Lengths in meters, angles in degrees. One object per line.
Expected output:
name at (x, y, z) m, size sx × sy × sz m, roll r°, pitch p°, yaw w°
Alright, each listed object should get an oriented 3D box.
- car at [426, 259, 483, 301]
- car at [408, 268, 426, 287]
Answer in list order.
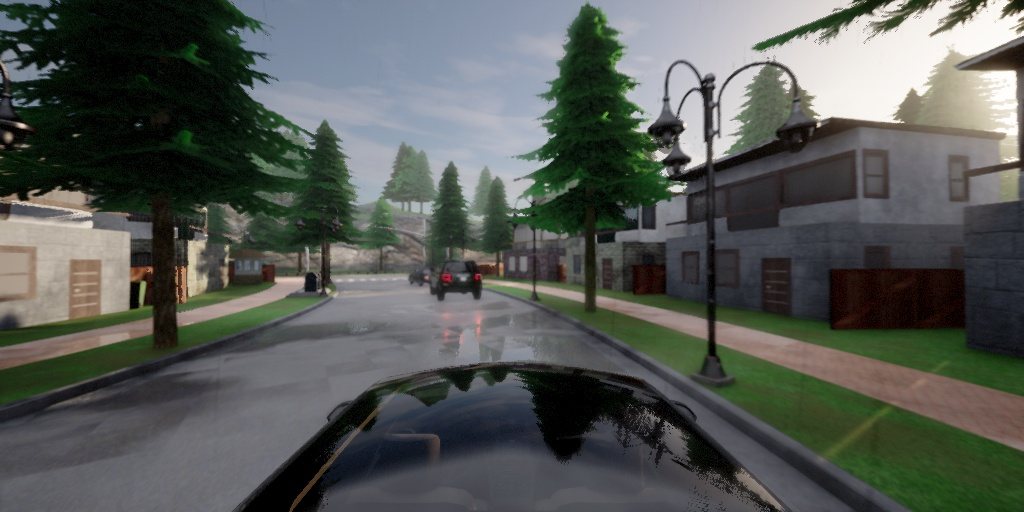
car at (-3.151, 1.215, 19.541) m, size 2.150 × 2.045 × 5.566 m, roll 0°, pitch -1°, yaw -19°
car at (-7.024, 1.679, 29.273) m, size 2.033 × 1.411 × 5.357 m, roll 0°, pitch -1°, yaw -29°
